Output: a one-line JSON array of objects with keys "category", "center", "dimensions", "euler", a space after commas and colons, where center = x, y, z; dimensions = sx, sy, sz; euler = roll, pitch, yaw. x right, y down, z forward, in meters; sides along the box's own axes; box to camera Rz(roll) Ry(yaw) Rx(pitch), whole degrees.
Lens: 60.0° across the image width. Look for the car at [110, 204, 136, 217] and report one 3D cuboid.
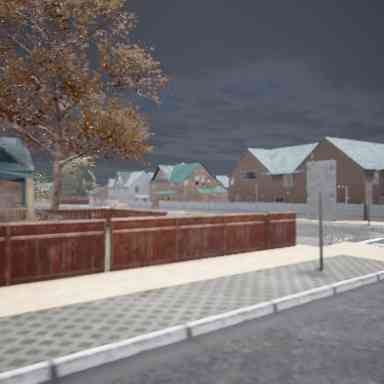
[{"category": "car", "center": [-8.775, 2.280, 41.898], "dimensions": [1.882, 1.535, 5.008], "euler": [-2, 0, -35]}]
